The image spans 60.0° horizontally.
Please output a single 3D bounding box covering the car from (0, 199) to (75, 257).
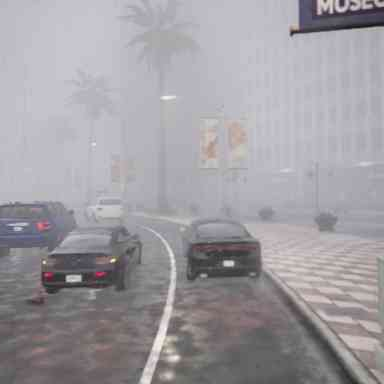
[{"bbox_3d":[-6.450,1.392,14.168,2.150,2.045,5.566,-1,0,-9],"label":"car"}]

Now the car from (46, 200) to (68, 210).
[{"bbox_3d":[-22.420,2.103,55.030,2.231,1.521,4.892,-1,0,-35],"label":"car"}]

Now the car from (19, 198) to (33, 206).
[{"bbox_3d":[-39.416,2.356,78.987,2.185,1.767,4.553,-1,0,-35],"label":"car"}]

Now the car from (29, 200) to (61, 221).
[{"bbox_3d":[-14.106,1.728,31.729,2.097,1.767,4.553,-1,0,-33],"label":"car"}]

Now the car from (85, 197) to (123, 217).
[{"bbox_3d":[-7.287,1.472,27.326,2.150,2.045,5.566,0,-1,-27],"label":"car"}]

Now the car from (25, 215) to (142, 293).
[{"bbox_3d":[-2.486,1.610,9.078,1.812,1.442,4.674,-1,0,-2],"label":"car"}]

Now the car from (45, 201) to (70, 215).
[{"bbox_3d":[-17.207,1.955,42.304,1.882,1.535,5.008,-1,0,-35],"label":"car"}]

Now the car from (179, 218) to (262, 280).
[{"bbox_3d":[0.687,1.519,10.164,1.882,1.535,5.008,-1,0,-4],"label":"car"}]
